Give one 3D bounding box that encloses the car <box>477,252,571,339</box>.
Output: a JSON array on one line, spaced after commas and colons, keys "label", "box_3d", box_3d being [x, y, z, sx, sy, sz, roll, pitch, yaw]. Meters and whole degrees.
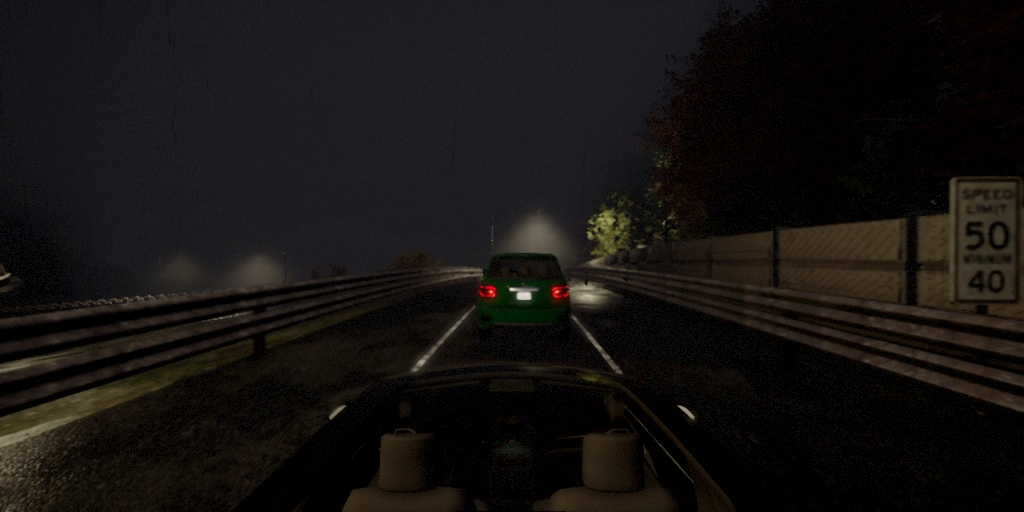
[{"label": "car", "box_3d": [0.306, 0.933, 10.133, 2.150, 2.045, 5.566, 0, 0, 1]}]
